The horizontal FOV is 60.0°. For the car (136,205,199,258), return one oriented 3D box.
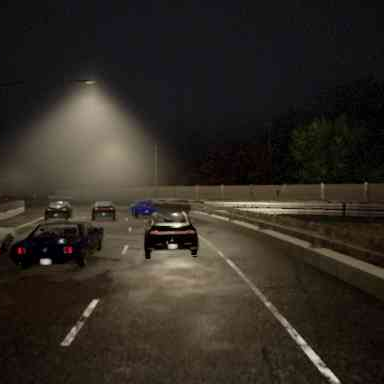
[{"bbox_3d":[-0.893,1.490,12.857,2.128,1.511,4.902,0,0,-7],"label":"car"}]

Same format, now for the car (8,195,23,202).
[{"bbox_3d":[-42.944,1.477,79.054,5.008,1.535,1.882,0,0,40],"label":"car"}]

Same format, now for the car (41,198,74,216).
[{"bbox_3d":[-10.904,1.524,27.444,2.128,1.511,4.902,0,0,-15],"label":"car"}]

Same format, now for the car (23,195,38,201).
[{"bbox_3d":[-40.629,1.465,81.680,5.008,1.535,1.882,0,0,40],"label":"car"}]

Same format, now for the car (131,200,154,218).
[{"bbox_3d":[-4.463,1.482,30.367,1.882,1.535,5.008,0,0,-16],"label":"car"}]

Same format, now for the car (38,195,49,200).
[{"bbox_3d":[-37.884,1.489,84.003,4.892,1.490,1.837,0,0,40],"label":"car"}]

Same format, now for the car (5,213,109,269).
[{"bbox_3d":[-4.207,1.613,11.264,1.895,1.301,4.718,0,0,-6],"label":"car"}]

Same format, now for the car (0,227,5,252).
[{"bbox_3d":[-7.710,1.627,11.084,1.895,1.301,4.718,0,0,-6],"label":"car"}]

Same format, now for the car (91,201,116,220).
[{"bbox_3d":[-7.455,1.510,28.109,2.128,1.511,4.902,0,0,-15],"label":"car"}]
